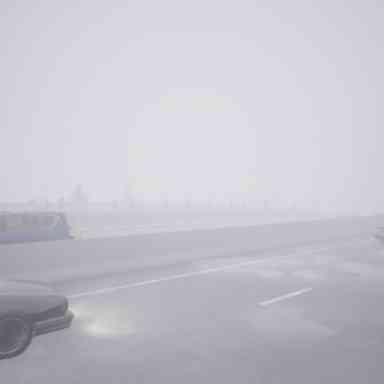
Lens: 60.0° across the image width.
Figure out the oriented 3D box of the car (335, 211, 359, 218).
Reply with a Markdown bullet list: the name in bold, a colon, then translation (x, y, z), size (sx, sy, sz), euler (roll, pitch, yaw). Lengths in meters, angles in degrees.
- **car**: translation (20.582, 3.268, 43.518), size (5.008, 1.535, 1.882), euler (6, -6, -39)

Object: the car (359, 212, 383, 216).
- **car**: translation (23.205, 3.204, 41.144), size (4.902, 1.511, 2.128), euler (6, -6, -39)

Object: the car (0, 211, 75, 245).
- **car**: translation (-7.020, 1.725, 11.798), size (5.566, 2.045, 2.150), euler (1, -2, -39)

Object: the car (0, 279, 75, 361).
- **car**: translation (-4.522, 1.773, 4.517), size (5.357, 1.411, 2.033), euler (1, -2, -39)

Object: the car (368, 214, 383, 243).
- **car**: translation (11.680, 1.995, 17.858), size (5.357, 1.411, 2.033), euler (1, -2, -39)
